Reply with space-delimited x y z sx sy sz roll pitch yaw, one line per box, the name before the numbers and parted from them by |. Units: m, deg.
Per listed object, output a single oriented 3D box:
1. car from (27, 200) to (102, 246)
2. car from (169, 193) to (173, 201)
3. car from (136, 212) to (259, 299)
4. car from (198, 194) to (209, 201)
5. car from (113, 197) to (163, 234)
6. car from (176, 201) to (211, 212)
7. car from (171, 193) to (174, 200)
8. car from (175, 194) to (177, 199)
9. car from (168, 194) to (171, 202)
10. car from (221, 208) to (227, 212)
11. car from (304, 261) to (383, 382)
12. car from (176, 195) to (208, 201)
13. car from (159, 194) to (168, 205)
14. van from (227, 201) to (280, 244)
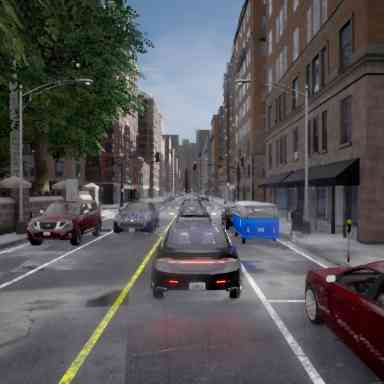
car | -5.674 1.310 15.507 2.192 1.841 5.009 0 0 0
car | -5.686 1.494 70.098 1.887 1.381 4.507 0 0 0
car | 0.098 1.490 8.450 2.128 1.511 4.902 0 0 0
car | 2.837 1.387 75.586 1.967 1.590 4.097 0 0 0
car | -3.066 1.343 19.178 2.097 1.767 4.553 0 0 0
car | 0.094 1.485 18.390 2.128 1.511 4.902 0 0 0
car | -5.687 1.492 75.549 1.887 1.381 4.507 0 0 0
car | -5.690 1.497 86.450 2.008 1.369 4.403 0 0 0
car | -5.685 1.502 64.647 2.008 1.369 4.403 0 0 0
car | 2.850 1.558 21.210 1.947 1.339 4.313 0 0 0
car | 2.853 1.544 4.228 1.887 1.381 4.507 0 0 0
car | -0.008 1.338 27.567 2.097 1.767 4.553 0 0 0
car | -5.684 1.480 59.026 1.752 1.417 4.829 0 0 0
van | 2.851 1.336 15.549 1.690 1.788 3.998 0 0 0
